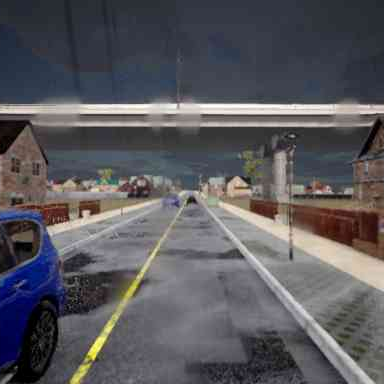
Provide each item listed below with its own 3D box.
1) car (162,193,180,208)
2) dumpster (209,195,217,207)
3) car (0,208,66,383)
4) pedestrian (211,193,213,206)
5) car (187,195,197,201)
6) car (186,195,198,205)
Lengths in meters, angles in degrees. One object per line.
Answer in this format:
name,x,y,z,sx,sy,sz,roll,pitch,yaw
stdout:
car,-2.837,1.174,46.329,2.150,2.045,5.566,0,0,0
dumpster,2.982,1.342,48.074,1.020,1.700,1.940,-1,-1,0
car,-2.851,1.219,2.498,2.150,2.045,5.566,0,0,0
pedestrian,2.996,1.086,49.096,0.375,1.860,0.375,1,-1,0
car,-0.020,1.298,75.376,2.033,1.411,5.357,0,0,0
car,-0.014,1.459,55.193,1.812,1.442,4.674,0,0,0
